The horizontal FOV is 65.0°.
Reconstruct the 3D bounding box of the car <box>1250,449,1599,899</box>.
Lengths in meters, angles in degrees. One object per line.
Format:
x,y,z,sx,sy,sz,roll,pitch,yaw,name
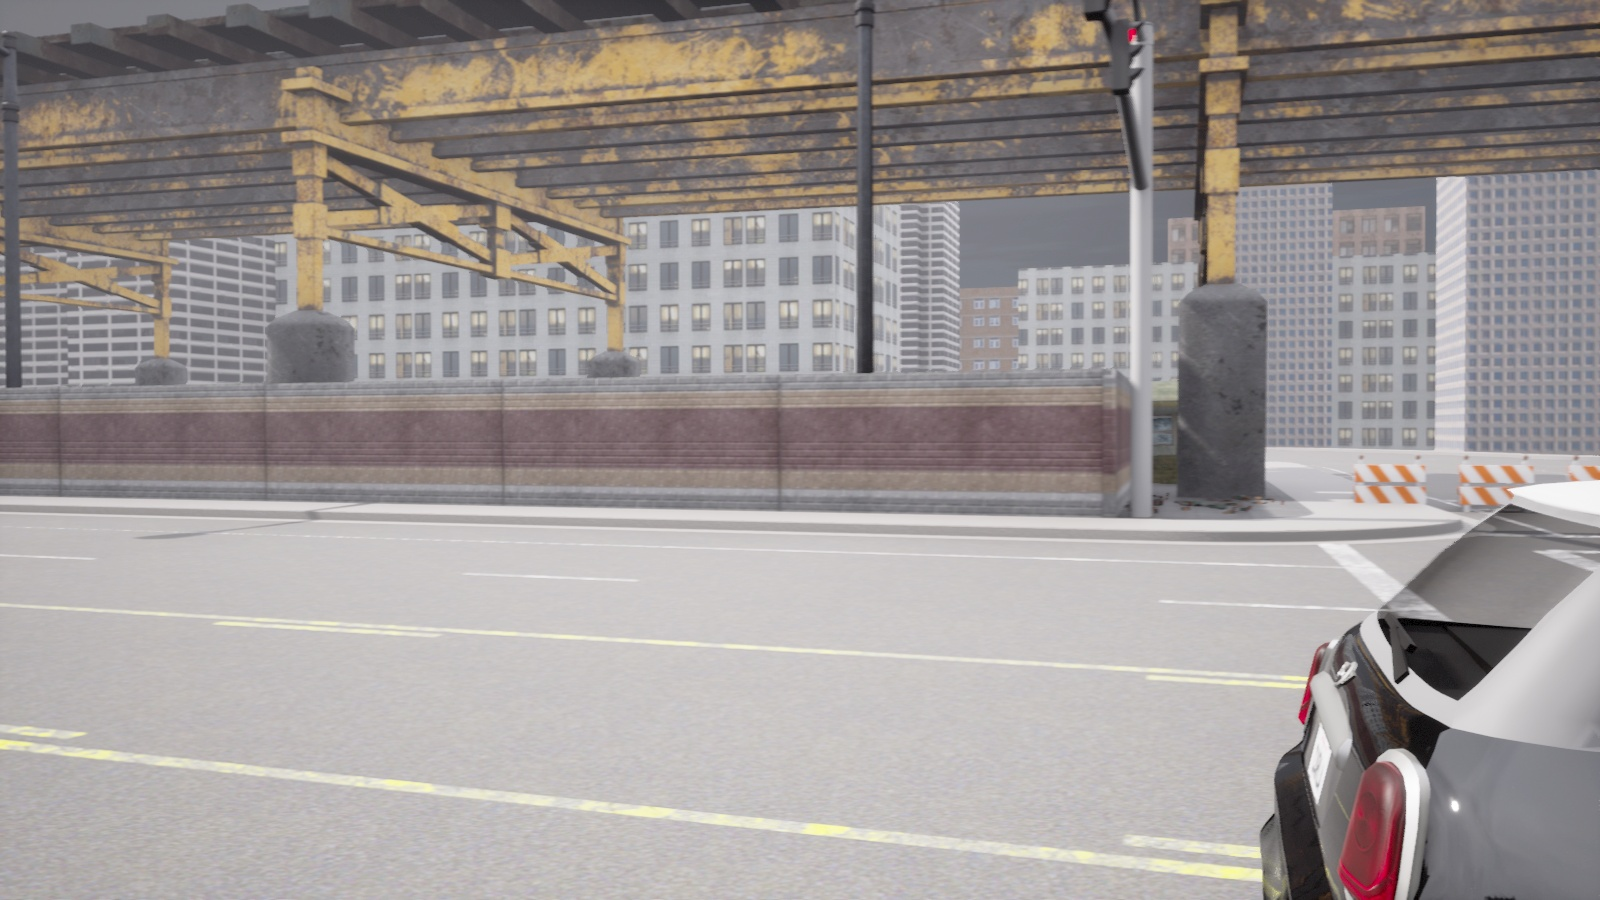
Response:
2.848,0.769,2.235,3.806,1.475,1.970,1,1,19,car
